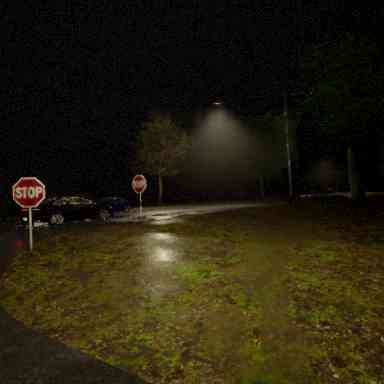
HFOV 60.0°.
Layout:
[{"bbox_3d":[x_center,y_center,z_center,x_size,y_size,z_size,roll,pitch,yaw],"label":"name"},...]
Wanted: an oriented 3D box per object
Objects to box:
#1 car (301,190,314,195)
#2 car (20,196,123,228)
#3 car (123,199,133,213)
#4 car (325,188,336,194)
[{"bbox_3d":[27.387,0.082,78.633,1.895,1.301,4.718,-4,-1,35],"label":"car"},{"bbox_3d":[-6.363,0.981,17.448,2.128,1.511,4.902,-4,-1,34],"label":"car"},{"bbox_3d":[-7.282,1.204,28.434,1.882,1.535,5.008,-4,-1,35],"label":"car"},{"bbox_3d":[34.126,-0.304,82.182,2.033,1.411,5.357,-4,-1,32],"label":"car"}]
